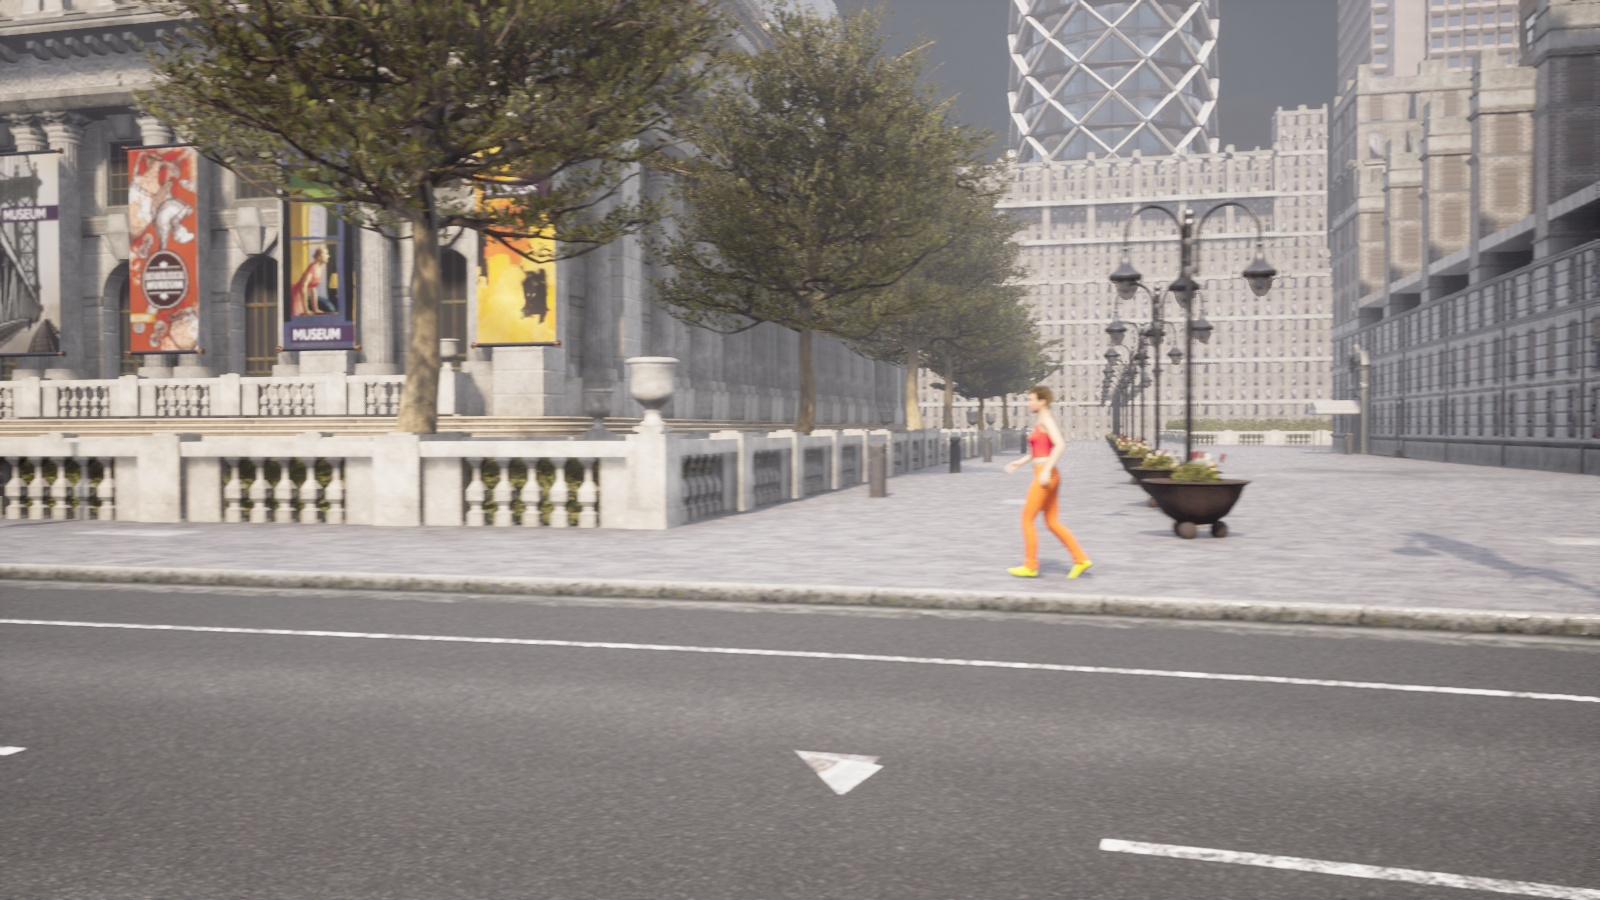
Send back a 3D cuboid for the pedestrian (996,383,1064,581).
[{"bbox_3d":[2.174,0.292,11.851,0.594,1.836,0.345,0,1,16],"label":"pedestrian"}]
